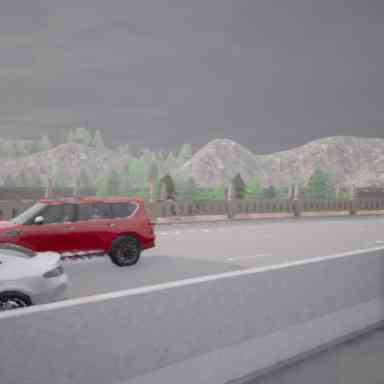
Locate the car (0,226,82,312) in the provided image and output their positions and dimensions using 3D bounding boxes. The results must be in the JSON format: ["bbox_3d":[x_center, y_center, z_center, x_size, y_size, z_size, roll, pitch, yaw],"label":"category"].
[{"bbox_3d":[-4.342,1.498,5.041,4.674,1.442,1.812,0,0,-35],"label":"car"}]

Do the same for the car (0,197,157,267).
[{"bbox_3d":[-3.744,1.175,9.714,5.566,2.045,2.150,0,0,-33],"label":"car"}]
